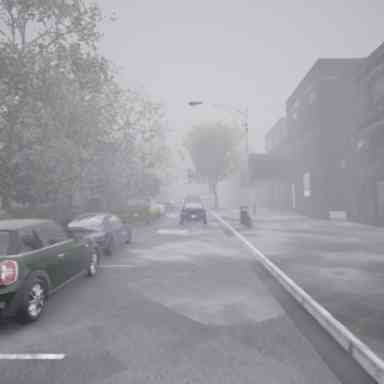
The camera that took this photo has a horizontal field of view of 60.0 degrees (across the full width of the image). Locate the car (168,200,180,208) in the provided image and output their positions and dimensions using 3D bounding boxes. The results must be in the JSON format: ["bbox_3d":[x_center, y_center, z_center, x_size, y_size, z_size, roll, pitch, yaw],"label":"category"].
[{"bbox_3d":[-3.649,2.456,68.698,2.163,1.488,4.792,0,-1,2],"label":"car"}]

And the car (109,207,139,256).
[{"bbox_3d":[-3.653,1.535,13.012,2.002,1.452,4.674,0,0,2],"label":"car"}]

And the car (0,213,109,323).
[{"bbox_3d":[-3.655,1.363,7.413,2.185,1.767,4.553,0,0,2],"label":"car"}]

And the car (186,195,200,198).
[{"bbox_3d":[0.099,1.437,42.779,2.150,2.045,5.566,0,-2,0],"label":"car"}]

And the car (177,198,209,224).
[{"bbox_3d":[0.099,1.506,25.038,1.882,1.535,5.008,0,0,0],"label":"car"}]

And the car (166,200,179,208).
[{"bbox_3d":[-3.646,2.268,63.094,2.097,1.535,5.008,0,-1,2],"label":"car"}]

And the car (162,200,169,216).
[{"bbox_3d":[-3.655,1.388,29.695,2.185,1.767,4.553,0,0,2],"label":"car"}]

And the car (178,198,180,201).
[{"bbox_3d":[-3.639,2.112,57.535,2.097,1.535,5.008,1,-2,2],"label":"car"}]

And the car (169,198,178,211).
[{"bbox_3d":[-3.637,1.828,46.430,2.163,1.488,4.792,1,-2,2],"label":"car"}]

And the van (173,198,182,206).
[{"bbox_3d":[-3.629,2.645,85.503,1.878,1.987,4.442,1,-1,2],"label":"van"}]

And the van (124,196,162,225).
[{"bbox_3d":[-3.650,1.282,24.273,1.878,1.987,4.442,0,0,2],"label":"van"}]
